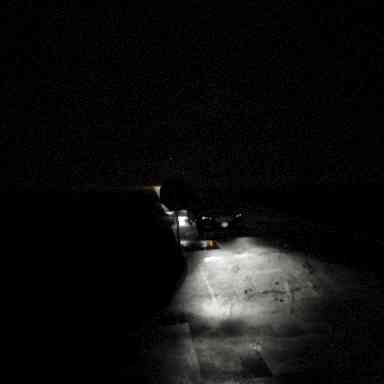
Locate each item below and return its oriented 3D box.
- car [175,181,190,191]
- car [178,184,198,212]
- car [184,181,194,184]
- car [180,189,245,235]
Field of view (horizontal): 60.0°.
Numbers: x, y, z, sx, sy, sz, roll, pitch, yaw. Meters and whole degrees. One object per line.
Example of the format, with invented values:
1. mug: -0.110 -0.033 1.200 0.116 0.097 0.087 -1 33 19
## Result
1. car: -1.690 -1.171 59.005 2.128 1.511 4.902 -4 3 -7
2. car: -0.263 0.467 24.116 1.837 1.490 4.892 -4 3 -7
3. car: -0.412 -0.666 48.902 1.895 1.301 4.718 -4 3 -7
4. car: 0.908 0.855 14.857 2.128 1.511 4.902 -4 3 -7
